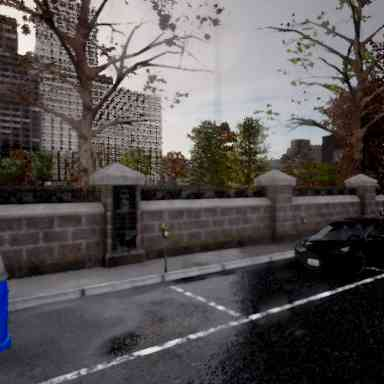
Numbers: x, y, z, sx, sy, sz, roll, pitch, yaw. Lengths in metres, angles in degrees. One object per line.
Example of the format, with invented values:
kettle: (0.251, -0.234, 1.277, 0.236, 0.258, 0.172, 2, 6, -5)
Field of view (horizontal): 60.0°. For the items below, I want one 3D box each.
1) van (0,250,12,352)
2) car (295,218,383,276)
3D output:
van: (-4.159, 1.353, 3.593, 3.998, 1.788, 1.690, -1, 0, -36)
car: (5.008, 1.486, 10.135, 4.313, 1.339, 1.947, -1, 0, -36)
